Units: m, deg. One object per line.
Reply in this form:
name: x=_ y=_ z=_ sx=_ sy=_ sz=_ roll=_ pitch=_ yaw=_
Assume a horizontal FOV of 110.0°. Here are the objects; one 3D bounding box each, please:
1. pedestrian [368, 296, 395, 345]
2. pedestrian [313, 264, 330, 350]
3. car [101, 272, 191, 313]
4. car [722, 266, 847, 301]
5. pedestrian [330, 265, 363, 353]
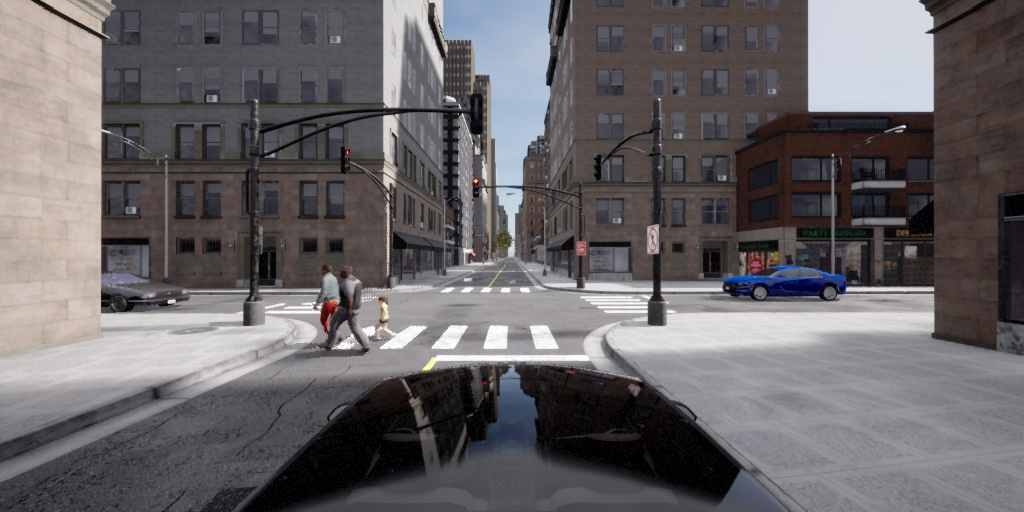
pedestrian: x=-2.997 y=1.424 z=8.473 sx=0.500 sy=1.100 sz=0.500 roll=0 pitch=0 yaw=0
pedestrian: x=-4.036 y=1.044 z=7.891 sx=0.375 sy=1.860 sz=0.375 roll=0 pitch=0 yaw=0
car: x=-15.399 y=1.308 z=13.417 sx=5.357 sy=1.411 sz=2.033 roll=0 pitch=0 yaw=0
car: x=12.497 y=1.213 z=16.648 sx=5.008 sy=1.535 sz=1.882 roll=0 pitch=0 yaw=0
pedestrian: x=-3.330 y=1.044 z=7.234 sx=0.375 sy=1.860 sz=0.375 roll=0 pitch=0 yaw=0
